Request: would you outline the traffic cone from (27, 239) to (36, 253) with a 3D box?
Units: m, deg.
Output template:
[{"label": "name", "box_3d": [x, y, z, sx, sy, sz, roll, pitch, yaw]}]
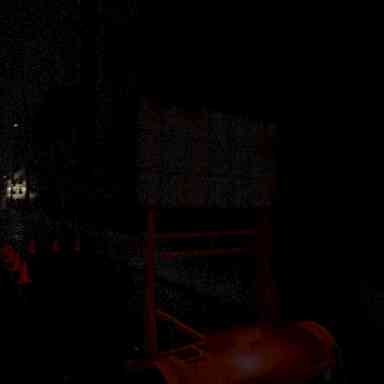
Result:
[{"label": "traffic cone", "box_3d": [-7.224, 2.432, 15.004, 0.340, 0.580, 0.340, 2, -3, -33]}]

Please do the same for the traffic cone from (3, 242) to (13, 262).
[{"label": "traffic cone", "box_3d": [-6.956, 2.351, 12.786, 0.340, 0.580, 0.340, 2, -3, -33]}]

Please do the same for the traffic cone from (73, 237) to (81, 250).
[{"label": "traffic cone", "box_3d": [-5.556, 2.502, 16.105, 0.340, 0.580, 0.340, 2, -3, -33]}]

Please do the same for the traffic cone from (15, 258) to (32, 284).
[{"label": "traffic cone", "box_3d": [-4.751, 2.257, 9.450, 0.340, 0.580, 0.340, 2, -3, -33]}]

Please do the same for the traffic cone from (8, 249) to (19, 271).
[{"label": "traffic cone", "box_3d": [-5.853, 2.304, 11.118, 0.340, 0.580, 0.340, 2, -3, -33]}]

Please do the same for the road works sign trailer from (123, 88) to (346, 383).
[{"label": "road works sign trailer", "box_3d": [0.196, 0.649, 4.371, 2.380, 3.560, 2.880, 2, -3, -33]}]

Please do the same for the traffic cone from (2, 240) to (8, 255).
[{"label": "traffic cone", "box_3d": [-8.058, 2.397, 14.454, 0.340, 0.580, 0.340, 2, -3, -33]}]

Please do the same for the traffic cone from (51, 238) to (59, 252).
[{"label": "traffic cone", "box_3d": [-6.390, 2.467, 15.554, 0.340, 0.580, 0.340, 2, -3, -33]}]
